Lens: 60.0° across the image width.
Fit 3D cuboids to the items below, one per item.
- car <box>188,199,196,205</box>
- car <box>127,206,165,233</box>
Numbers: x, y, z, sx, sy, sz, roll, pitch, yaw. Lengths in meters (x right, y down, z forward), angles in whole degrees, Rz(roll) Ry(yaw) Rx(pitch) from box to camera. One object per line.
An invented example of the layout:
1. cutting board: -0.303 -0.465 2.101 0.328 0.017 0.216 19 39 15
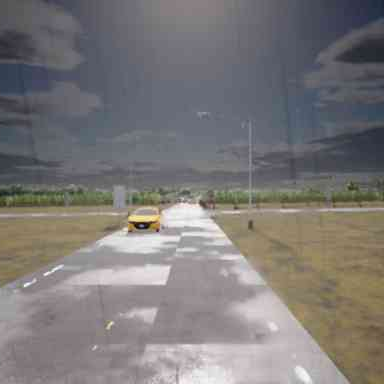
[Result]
1. car: 0.051 2.652 90.395 2.097 1.767 4.553 0 -1 0
2. car: -2.824 1.683 21.241 1.882 1.535 5.008 0 -1 0
